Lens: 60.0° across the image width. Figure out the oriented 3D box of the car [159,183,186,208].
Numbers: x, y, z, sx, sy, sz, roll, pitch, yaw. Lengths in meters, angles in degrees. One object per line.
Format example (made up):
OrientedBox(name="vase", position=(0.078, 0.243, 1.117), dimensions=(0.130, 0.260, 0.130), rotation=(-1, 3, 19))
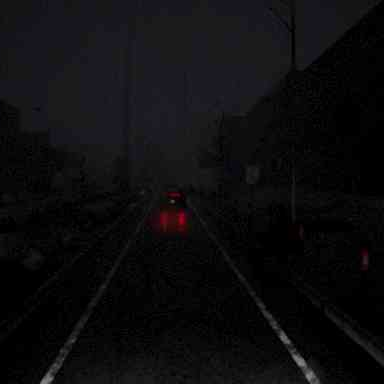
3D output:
OrientedBox(name="car", position=(-1.440, 0.335, 24.856), dimensions=(2.128, 1.511, 4.902), rotation=(0, 3, -4))
